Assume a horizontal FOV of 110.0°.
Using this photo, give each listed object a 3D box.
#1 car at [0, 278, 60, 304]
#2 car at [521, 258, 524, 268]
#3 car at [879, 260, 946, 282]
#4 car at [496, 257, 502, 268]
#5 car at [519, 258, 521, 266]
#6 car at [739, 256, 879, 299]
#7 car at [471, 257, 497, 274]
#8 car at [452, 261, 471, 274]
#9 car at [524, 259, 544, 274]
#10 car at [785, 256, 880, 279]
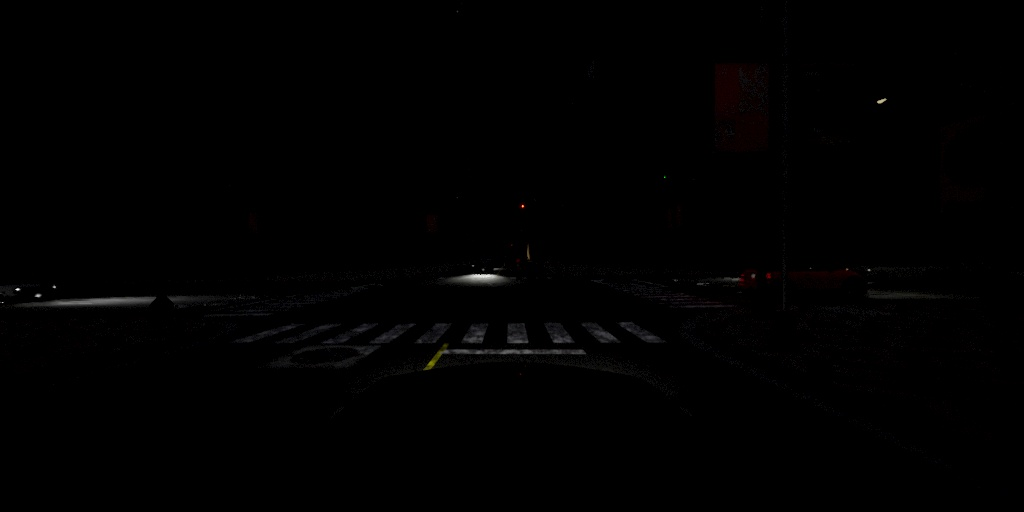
[{"bbox_3d":[-27.306,1.828,18.998,4.718,1.301,1.895,-1,0,0],"label":"car"},{"bbox_3d":[2.655,1.294,52.135,1.888,1.381,4.507,0,0,0],"label":"car"},{"bbox_3d":[23.885,0.895,22.556,4.718,1.301,1.895,-1,0,0],"label":"car"},{"bbox_3d":[-3.219,1.298,58.831,2.033,1.411,5.357,0,0,0],"label":"car"},{"bbox_3d":[2.627,1.300,57.579,2.007,1.370,4.403,0,0,0],"label":"car"},{"bbox_3d":[12.745,0.855,15.810,4.553,1.767,2.097,-1,0,-1],"label":"car"},{"bbox_3d":[-3.146,1.237,41.380,2.128,1.511,4.902,0,0,0],"label":"car"},{"bbox_3d":[-5.812,1.297,41.204,2.007,1.370,4.403,0,0,0],"label":"car"},{"bbox_3d":[2.714,1.297,41.246,2.007,1.370,4.403,0,0,0],"label":"car"},{"bbox_3d":[22.910,0.797,25.802,4.902,1.511,2.128,-1,0,0],"label":"car"}]
